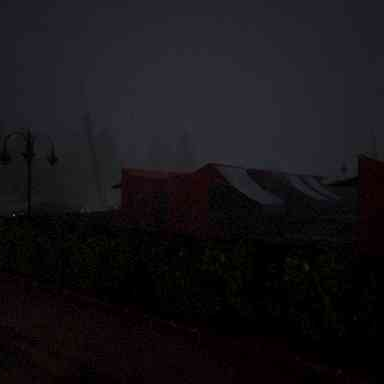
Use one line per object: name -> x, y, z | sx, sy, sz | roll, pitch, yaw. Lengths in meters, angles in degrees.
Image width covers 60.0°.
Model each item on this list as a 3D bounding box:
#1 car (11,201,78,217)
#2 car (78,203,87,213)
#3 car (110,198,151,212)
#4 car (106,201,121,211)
car -> -12.437, 1.560, 27.804 | 1.837, 1.490, 4.892 | 0, 0, 36
car -> -12.720, 1.619, 33.372 | 1.994, 1.385, 4.181 | 0, 0, 36
car -> -7.443, 1.533, 40.651 | 1.882, 1.535, 5.008 | 0, 0, 36
car -> -6.862, 1.533, 35.493 | 1.882, 1.535, 5.008 | 0, 0, 36
